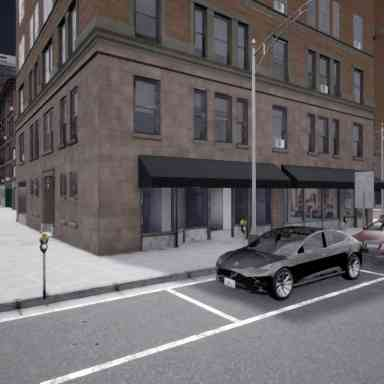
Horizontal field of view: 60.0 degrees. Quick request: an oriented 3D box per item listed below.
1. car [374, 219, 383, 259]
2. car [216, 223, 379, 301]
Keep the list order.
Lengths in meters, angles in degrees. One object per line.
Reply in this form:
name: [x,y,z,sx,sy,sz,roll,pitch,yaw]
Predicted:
car: [7.060,1.582,11.557,4.206,1.307,1.802,0,0,-35]
car: [2.579,1.565,8.367,4.313,1.339,1.947,0,0,-35]
